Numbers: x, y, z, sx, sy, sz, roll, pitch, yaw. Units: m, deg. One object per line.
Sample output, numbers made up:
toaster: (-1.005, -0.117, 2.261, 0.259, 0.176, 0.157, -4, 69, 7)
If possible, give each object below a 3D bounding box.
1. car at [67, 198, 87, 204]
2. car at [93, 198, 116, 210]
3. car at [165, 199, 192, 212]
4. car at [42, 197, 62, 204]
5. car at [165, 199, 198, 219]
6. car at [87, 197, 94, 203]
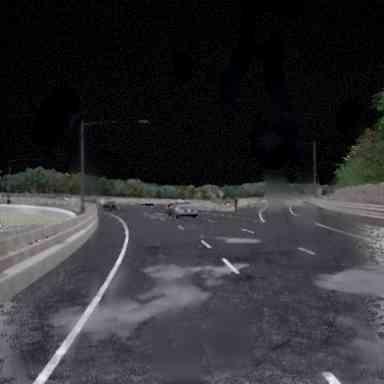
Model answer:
car: (-25.202, 1.979, 71.770, 4.674, 1.442, 1.812, -1, 0, 45)
car: (-12.493, 1.784, 48.304, 1.837, 1.490, 4.892, 1, -1, -28)
car: (-1.792, 1.663, 42.208, 1.882, 1.535, 5.008, 0, 0, -23)
car: (-31.460, 2.043, 73.118, 5.357, 1.411, 2.033, -1, 0, 42)
car: (-1.031, 1.676, 30.269, 2.033, 1.411, 5.357, 0, 0, -18)
car: (-22.746, 1.944, 74.253, 4.892, 1.490, 1.837, -1, 0, 45)
